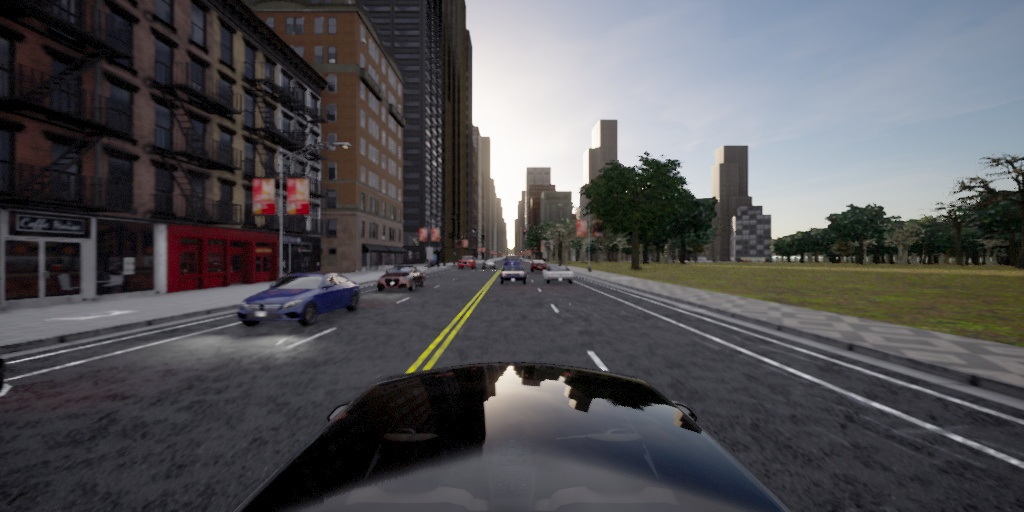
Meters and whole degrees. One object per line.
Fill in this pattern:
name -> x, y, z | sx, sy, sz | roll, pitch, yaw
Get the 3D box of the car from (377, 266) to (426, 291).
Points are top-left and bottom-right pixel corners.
car -> -6.574, 1.301, 21.697 | 1.994, 1.385, 4.181 | 0, 0, 0

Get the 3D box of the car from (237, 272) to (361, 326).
car -> -6.603, 1.270, 11.789 | 1.812, 1.442, 4.674 | 0, 0, 1

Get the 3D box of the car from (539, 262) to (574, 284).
car -> 3.336, 1.331, 26.888 | 1.895, 1.301, 4.718 | 0, 0, 0

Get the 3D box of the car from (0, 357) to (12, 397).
car -> -6.597, 1.244, 1.899 | 2.128, 1.511, 4.902 | 0, 0, 0

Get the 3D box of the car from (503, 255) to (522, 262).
car -> 0.052, 0.940, 44.177 | 2.150, 2.045, 5.566 | 0, 0, 0

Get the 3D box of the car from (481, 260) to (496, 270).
car -> -3.329, 1.243, 51.845 | 1.812, 1.442, 4.674 | 0, 0, 0

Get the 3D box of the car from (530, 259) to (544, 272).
car -> 3.309, 1.197, 45.619 | 1.882, 1.535, 5.008 | 0, 0, 0

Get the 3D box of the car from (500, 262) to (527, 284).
car -> 0.090, 1.332, 26.586 | 1.895, 1.301, 4.718 | 0, 0, 0

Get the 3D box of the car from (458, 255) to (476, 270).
car -> -6.576, 0.933, 52.767 | 2.150, 2.045, 5.566 | 0, 0, 0
